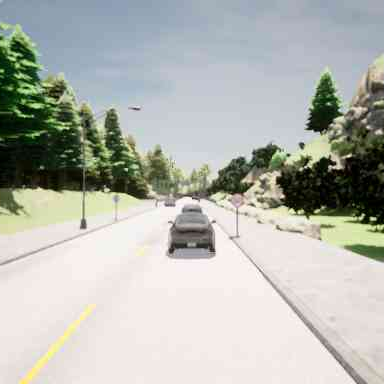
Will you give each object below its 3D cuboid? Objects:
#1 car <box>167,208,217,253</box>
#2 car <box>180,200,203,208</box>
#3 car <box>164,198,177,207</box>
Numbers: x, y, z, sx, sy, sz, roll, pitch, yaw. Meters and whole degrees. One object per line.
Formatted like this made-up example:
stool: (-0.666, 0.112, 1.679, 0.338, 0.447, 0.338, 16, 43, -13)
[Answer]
car: (-0.002, 1.644, 14.297, 1.837, 1.490, 4.892, 0, 0, 0)
car: (-0.007, 1.759, 29.474, 1.882, 1.535, 5.008, 0, 0, 0)
car: (-4.046, 1.951, 62.502, 2.097, 1.767, 4.553, 0, -1, 0)
